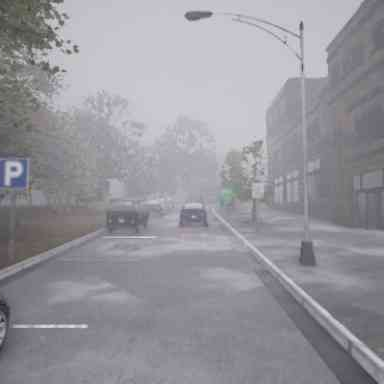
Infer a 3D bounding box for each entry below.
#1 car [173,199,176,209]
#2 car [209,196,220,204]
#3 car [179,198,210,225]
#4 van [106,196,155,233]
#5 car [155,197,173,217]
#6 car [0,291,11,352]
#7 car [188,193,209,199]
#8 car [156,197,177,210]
[{"bbox_3d":[-3.402,1.307,36.636,2.185,1.767,4.553,-1,1,2],"label":"car"},{"bbox_3d":[3.412,1.491,63.888,2.231,1.521,4.892,-2,-1,29],"label":"car"},{"bbox_3d":[0.100,1.471,24.379,1.882,1.535,5.008,0,0,0],"label":"car"},{"bbox_3d":[-3.626,1.261,19.674,1.878,1.987,4.442,1,0,2],"label":"van"},{"bbox_3d":[-3.403,1.460,30.928,2.231,1.521,4.892,0,0,2],"label":"car"},{"bbox_3d":[-3.647,1.515,2.870,2.163,1.488,4.792,0,0,2],"label":"car"},{"bbox_3d":[0.605,1.112,42.474,2.150,2.045,5.566,0,0,5],"label":"car"},{"bbox_3d":[-3.161,1.408,42.339,2.097,1.535,5.008,0,0,2],"label":"car"}]
